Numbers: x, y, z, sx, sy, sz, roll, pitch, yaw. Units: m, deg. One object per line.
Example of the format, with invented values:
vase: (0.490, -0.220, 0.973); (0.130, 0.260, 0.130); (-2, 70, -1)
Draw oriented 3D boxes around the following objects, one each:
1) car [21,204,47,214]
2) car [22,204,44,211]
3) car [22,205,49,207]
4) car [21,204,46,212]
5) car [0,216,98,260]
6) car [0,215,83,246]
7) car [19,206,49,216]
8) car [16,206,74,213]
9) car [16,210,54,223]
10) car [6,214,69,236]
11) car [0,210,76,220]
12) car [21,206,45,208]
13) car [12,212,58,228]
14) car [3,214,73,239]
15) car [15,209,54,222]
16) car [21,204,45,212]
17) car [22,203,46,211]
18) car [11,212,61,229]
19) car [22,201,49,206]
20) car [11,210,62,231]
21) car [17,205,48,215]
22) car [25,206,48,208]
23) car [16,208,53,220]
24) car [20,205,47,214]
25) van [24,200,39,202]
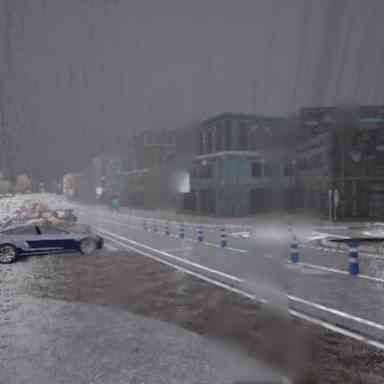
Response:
car: (-31.753, 3.412, 66.799); (4.553, 1.767, 2.185); (-2, 0, -26)
car: (-37.917, 3.638, 79.415); (4.674, 1.452, 2.002); (-2, 1, -26)
car: (-25.723, 3.500, 54.393); (4.792, 1.488, 2.163); (-2, 0, -26)
car: (-35.488, 3.575, 74.407); (5.008, 1.535, 2.097); (-2, 1, -26)
car: (-7.539, 2.205, 16.773); (4.792, 1.488, 2.163); (-2, -2, -26)
car: (-9.932, 2.468, 21.792); (5.008, 1.535, 2.097); (-2, -2, -26)
car: (-29.395, 3.513, 61.894); (5.008, 1.535, 2.097); (-2, 0, -26)
car: (-11.190, 2.352, 24.296); (5.566, 2.045, 2.435); (-2, -2, -26)
car: (-22.096, 3.411, 46.854); (4.674, 1.452, 2.002); (-2, 0, -26)
car: (-13.553, 2.870, 29.319); (4.792, 1.488, 2.163); (-2, -1, -26)
car: (-8.760, 2.200, 19.282); (4.553, 1.767, 2.185); (-2, -2, -26)
car: (-20.910, 3.197, 44.336); (4.553, 1.767, 2.185); (-2, 0, -26)
car: (-18.472, 3.226, 39.328); (4.792, 1.488, 2.163); (-2, -1, -26)
car: (-12.363, 2.728, 26.811); (4.892, 1.521, 2.231); (-2, -2, -26)
car: (-23.308, 3.412, 49.367); (5.008, 1.535, 2.097); (-2, 0, -26)
car: (-36.694, 3.586, 76.914); (5.008, 1.535, 2.097); (-2, 1, -26)
car: (-38.966, 3.600, 82.000); (5.366, 1.575, 1.946); (-2, 1, -26)
car: (-17.203, 3.149, 36.846); (4.792, 1.488, 2.163); (-2, -1, -26)
car: (-28.216, 3.251, 59.375); (5.566, 2.045, 2.435); (-2, 0, -26)
car: (-15.991, 2.910, 34.342); (4.553, 1.767, 2.185); (-2, -1, -26)
car: (-30.783, 3.528, 64.314); (5.366, 1.575, 1.946); (-2, 0, -26)
car: (-19.696, 3.139, 41.835); (4.553, 1.767, 2.185); (-2, 0, -26)
car: (-24.527, 3.446, 51.876); (5.008, 1.535, 2.097); (-2, 0, -26)
car: (-33.055, 3.553, 69.399); (4.892, 1.521, 2.231); (-2, 0, -26)
van: (-34.377, 3.341, 71.853); (4.442, 1.987, 1.878); (-2, 1, -26)
